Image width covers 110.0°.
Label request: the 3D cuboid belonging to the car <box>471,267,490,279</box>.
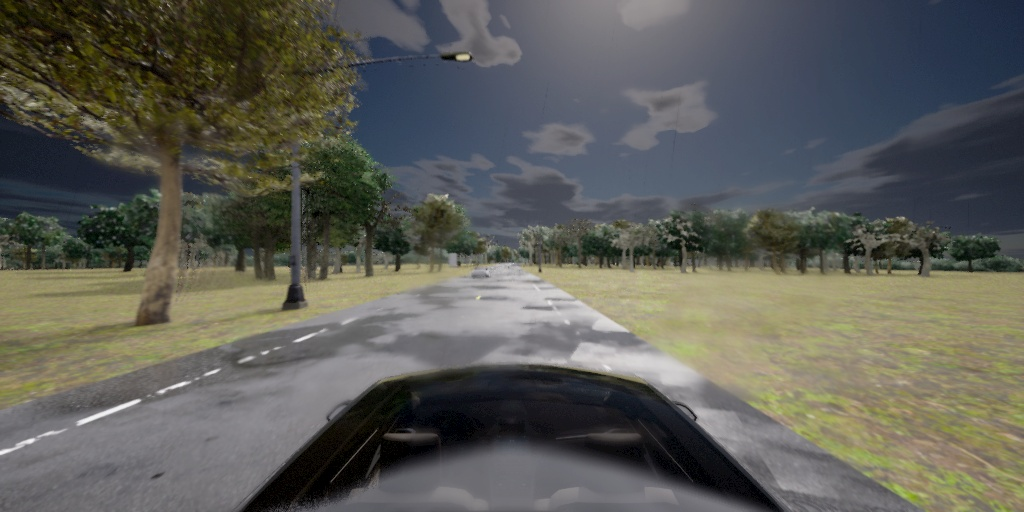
[{"bbox_3d":[-3.581,1.899,41.318,1.895,1.301,4.718,0,-1,0],"label":"car"}]
